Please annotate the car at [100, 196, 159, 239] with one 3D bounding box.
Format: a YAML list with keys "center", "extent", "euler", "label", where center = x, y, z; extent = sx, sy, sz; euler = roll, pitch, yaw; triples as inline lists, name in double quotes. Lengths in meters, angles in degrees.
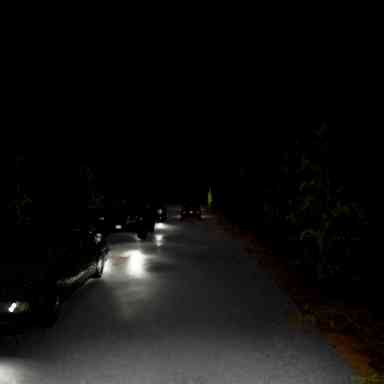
- center: [-3.266, 1.234, 17.516]
  extent: [2.150, 2.045, 5.566]
  euler: [0, -1, 0]
  label: "car"

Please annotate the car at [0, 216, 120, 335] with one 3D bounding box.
- center: [-3.227, 1.512, 7.229]
  extent: [2.033, 1.411, 5.357]
  euler: [0, 0, 0]
  label: "car"

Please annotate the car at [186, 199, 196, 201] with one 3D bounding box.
- center: [-0.137, 1.740, 46.073]
  extent: [2.097, 1.767, 4.553]
  euler: [0, 0, 0]
  label: "car"

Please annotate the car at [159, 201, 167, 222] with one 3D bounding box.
- center: [-3.271, 1.568, 27.925]
  extent: [2.097, 1.767, 4.553]
  euler: [0, -1, 0]
  label: "car"

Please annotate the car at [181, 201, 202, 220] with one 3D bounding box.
- center: [-0.072, 1.802, 30.542]
  extent: [2.033, 1.411, 5.357]
  euler: [0, -1, 0]
  label: "car"
